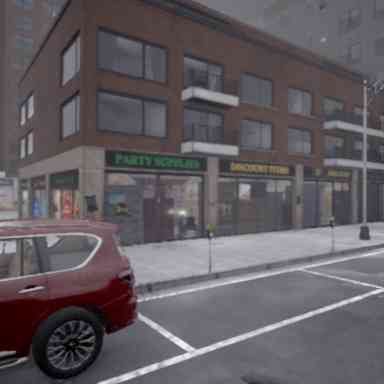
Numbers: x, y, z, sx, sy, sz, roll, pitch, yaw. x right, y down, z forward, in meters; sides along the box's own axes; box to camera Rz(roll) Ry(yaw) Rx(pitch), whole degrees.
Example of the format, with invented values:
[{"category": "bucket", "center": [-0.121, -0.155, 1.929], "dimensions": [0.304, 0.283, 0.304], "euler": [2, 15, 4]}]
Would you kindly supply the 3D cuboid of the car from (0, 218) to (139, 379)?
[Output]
[{"category": "car", "center": [-3.082, 1.312, 3.989], "dimensions": [5.009, 1.841, 2.192], "euler": [1, 0, -36]}]
